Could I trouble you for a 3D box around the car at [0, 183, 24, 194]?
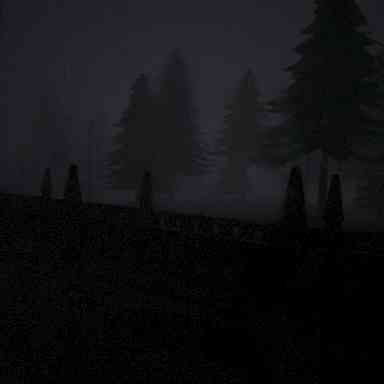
[{"bbox_3d":[-20.921,-0.219,36.190,2.128,1.511,4.902,4,2,37],"label":"car"}]
